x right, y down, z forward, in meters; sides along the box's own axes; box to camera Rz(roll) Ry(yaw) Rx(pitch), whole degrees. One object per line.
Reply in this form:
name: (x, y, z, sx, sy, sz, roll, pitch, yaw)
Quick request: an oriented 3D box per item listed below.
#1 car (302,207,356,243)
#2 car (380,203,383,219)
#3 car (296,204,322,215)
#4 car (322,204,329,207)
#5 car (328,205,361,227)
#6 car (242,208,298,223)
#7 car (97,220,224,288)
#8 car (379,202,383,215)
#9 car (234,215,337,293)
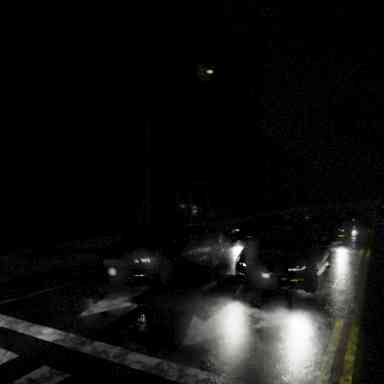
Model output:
car: (7.448, 1.769, 17.760, 1.837, 1.490, 4.892, -1, -1, 29)
car: (20.576, 2.047, 34.192, 2.033, 1.411, 5.357, -1, -1, 30)
car: (9.172, 1.946, 27.452, 1.812, 1.442, 4.674, -1, -1, 30)
car: (14.292, 2.058, 36.482, 1.837, 1.490, 4.892, -1, -1, 30)
car: (12.551, 1.949, 26.836, 2.033, 1.411, 5.357, -1, -1, 29)
car: (4.108, 1.831, 18.449, 2.033, 1.411, 5.357, -1, -1, 29)
car: (-0.664, 1.642, 9.953, 2.128, 1.511, 4.902, -1, -1, 29)
car: (25.424, 2.118, 42.932, 2.128, 1.511, 4.902, -1, -1, 29)
car: (2.805, 1.641, 9.505, 1.837, 1.490, 4.892, -1, -1, 29)
